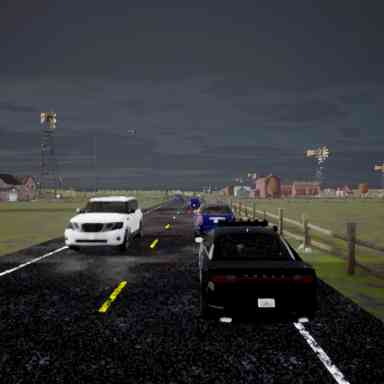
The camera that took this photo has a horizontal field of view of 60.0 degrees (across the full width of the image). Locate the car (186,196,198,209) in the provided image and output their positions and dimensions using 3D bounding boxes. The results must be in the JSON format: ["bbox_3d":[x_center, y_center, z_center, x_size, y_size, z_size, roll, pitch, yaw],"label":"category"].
[{"bbox_3d":[0.337,1.562,45.321,1.812,1.442,4.674,0,0,1],"label":"car"}]

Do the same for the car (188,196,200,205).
[{"bbox_3d":[0.396,1.563,61.975,2.128,1.511,4.902,0,0,0],"label":"car"}]

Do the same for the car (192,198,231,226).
[{"bbox_3d":[1.168,1.354,17.328,2.097,1.767,4.553,0,0,0],"label":"car"}]

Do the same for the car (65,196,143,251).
[{"bbox_3d":[-3.498,1.223,14.365,2.150,2.045,5.566,0,0,0],"label":"car"}]

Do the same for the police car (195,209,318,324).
[{"bbox_3d":[1.108,1.425,7.466,1.930,1.638,5.238,0,0,0],"label":"police car"}]

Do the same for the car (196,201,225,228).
[{"bbox_3d":[1.208,1.463,23.547,1.801,1.575,5.366,0,0,0],"label":"car"}]

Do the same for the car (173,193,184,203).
[{"bbox_3d":[-3.023,1.331,74.854,2.150,2.045,5.566,0,0,0],"label":"car"}]
